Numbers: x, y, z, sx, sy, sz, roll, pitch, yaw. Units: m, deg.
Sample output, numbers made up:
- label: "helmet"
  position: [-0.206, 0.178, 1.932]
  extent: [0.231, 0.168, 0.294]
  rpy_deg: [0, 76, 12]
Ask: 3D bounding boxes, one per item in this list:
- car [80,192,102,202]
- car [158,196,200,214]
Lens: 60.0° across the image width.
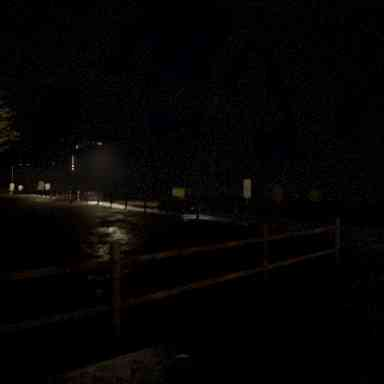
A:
- label: "car"
  position: [-14.034, 0.671, 46.151]
  extent: [1.994, 1.385, 4.181]
  rpy_deg: [1, 0, -35]
- label: "car"
  position: [-1.124, 1.072, 27.987]
  extent: [1.994, 1.385, 4.181]
  rpy_deg: [1, 1, -36]
